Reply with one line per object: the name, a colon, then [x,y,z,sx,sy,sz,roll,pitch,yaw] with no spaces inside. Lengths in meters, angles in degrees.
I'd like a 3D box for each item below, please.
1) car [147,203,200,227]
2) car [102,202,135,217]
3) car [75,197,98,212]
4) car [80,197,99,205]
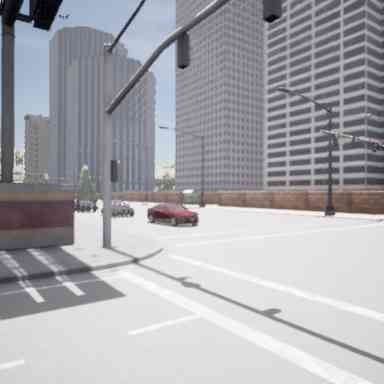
car: [-1.416,1.545,23.844,1.882,1.535,5.008,0,0,-35]
car: [-7.108,1.631,31.929,1.994,1.385,4.181,0,0,-34]
car: [-13.118,1.615,40.452,2.033,1.411,5.357,0,0,-35]
car: [-18.794,1.612,60.965,1.837,1.490,4.892,0,0,-35]
